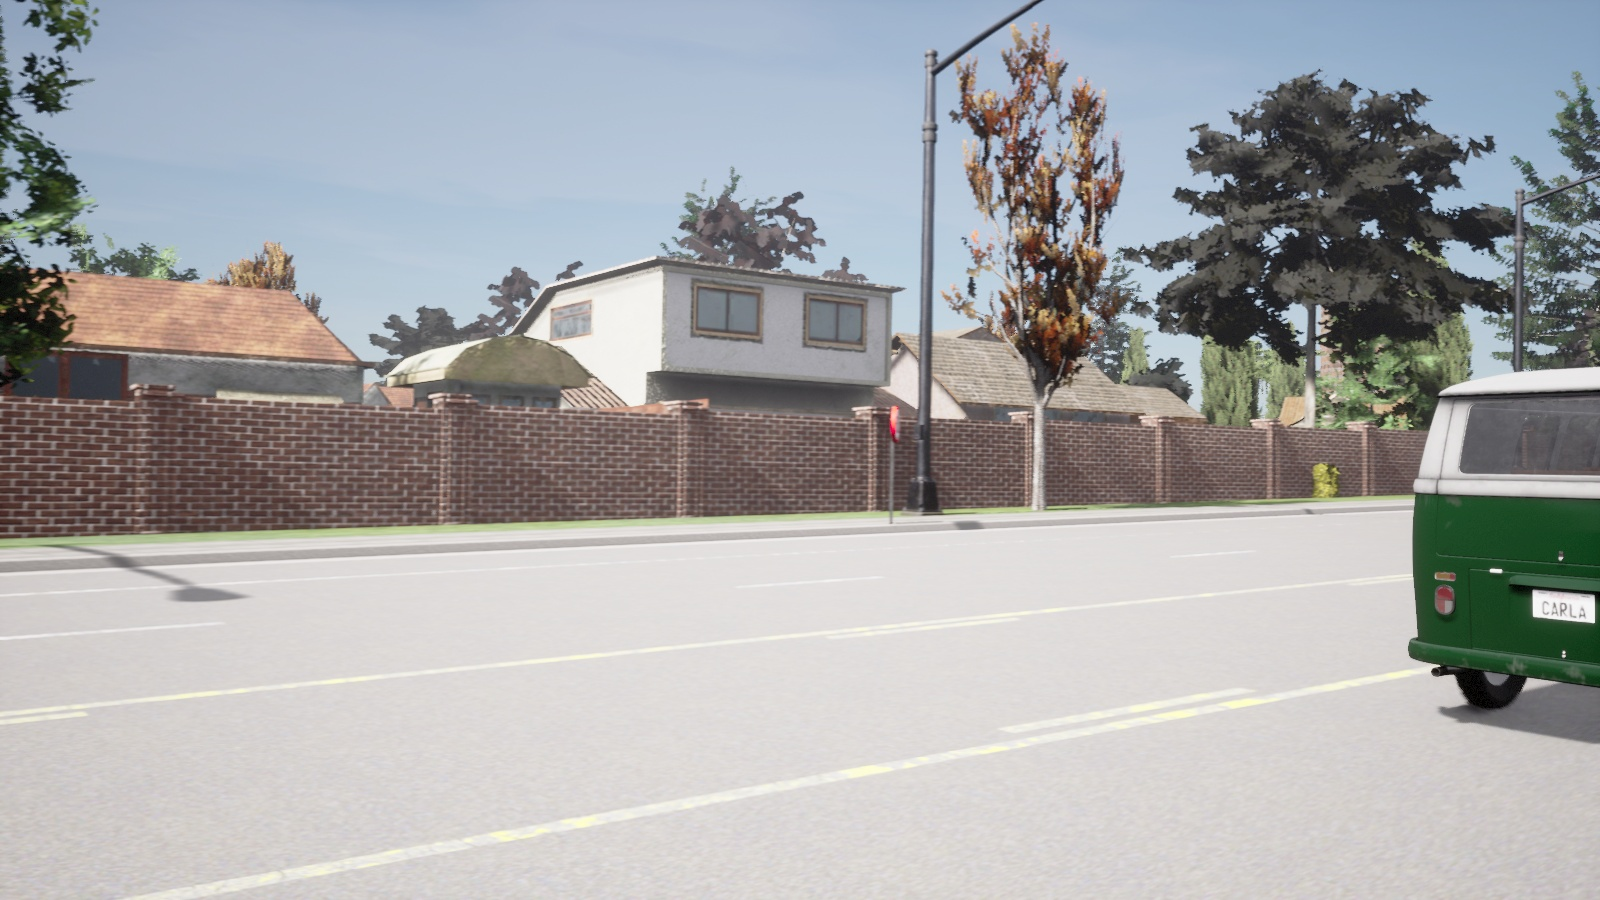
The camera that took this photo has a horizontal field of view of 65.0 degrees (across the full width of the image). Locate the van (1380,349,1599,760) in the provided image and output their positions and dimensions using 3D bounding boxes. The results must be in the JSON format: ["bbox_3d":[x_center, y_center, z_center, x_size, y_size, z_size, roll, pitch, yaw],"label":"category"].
[{"bbox_3d":[5.559,0.506,7.527,4.442,1.987,1.775,0,0,-35],"label":"van"}]
